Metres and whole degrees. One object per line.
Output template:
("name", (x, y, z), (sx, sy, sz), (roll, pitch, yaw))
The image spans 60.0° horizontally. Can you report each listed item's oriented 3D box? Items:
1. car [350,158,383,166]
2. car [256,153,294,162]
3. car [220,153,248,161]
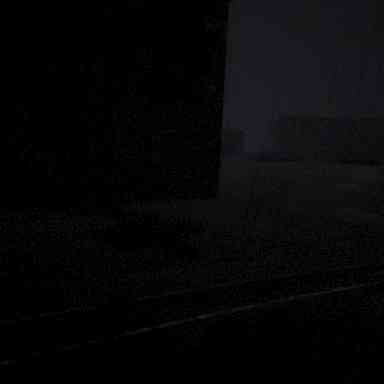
("car", (20.705, -3.162, 38.232), (4.892, 1.521, 2.231), (3, -2, 7))
("car", (9.869, -3.812, 39.612), (4.553, 1.767, 2.185), (3, -2, 7))
("car", (4.417, -3.909, 40.297), (4.674, 1.452, 2.002), (3, -2, 7))
